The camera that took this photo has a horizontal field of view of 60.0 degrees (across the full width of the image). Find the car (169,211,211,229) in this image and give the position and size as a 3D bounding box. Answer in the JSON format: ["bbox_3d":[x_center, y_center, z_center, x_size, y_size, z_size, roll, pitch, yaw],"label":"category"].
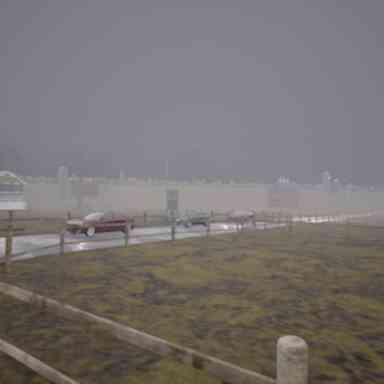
[{"bbox_3d":[-0.098,2.484,30.589,2.128,1.511,4.902,1,-2,35],"label":"car"}]

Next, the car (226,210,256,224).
[{"bbox_3d":[5.834,2.920,39.158,1.882,1.535,5.008,1,-2,35],"label":"car"}]

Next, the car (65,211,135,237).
[{"bbox_3d":[-5.978,2.027,22.050,1.882,1.535,5.008,1,-2,34],"label":"car"}]
